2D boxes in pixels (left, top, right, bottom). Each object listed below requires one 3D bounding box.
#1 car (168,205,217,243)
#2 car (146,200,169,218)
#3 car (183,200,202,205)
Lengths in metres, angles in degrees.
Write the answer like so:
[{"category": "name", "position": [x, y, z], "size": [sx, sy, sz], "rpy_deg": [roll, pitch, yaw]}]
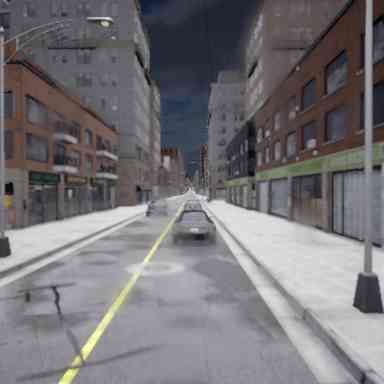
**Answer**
[{"category": "car", "position": [0.102, 1.561, 15.996], "size": [1.994, 1.385, 4.181], "rpy_deg": [0, 0, 0]}, {"category": "car", "position": [-3.087, 1.518, 30.594], "size": [1.812, 1.442, 4.674], "rpy_deg": [0, 0, 0]}, {"category": "car", "position": [0.104, 1.537, 34.566], "size": [2.033, 1.411, 5.357], "rpy_deg": [0, 0, 0]}]
